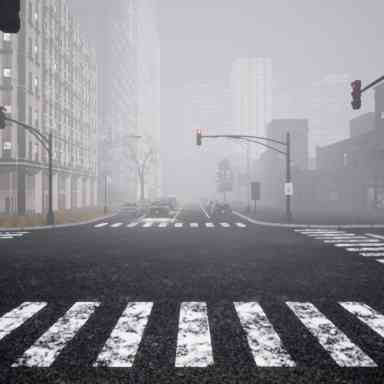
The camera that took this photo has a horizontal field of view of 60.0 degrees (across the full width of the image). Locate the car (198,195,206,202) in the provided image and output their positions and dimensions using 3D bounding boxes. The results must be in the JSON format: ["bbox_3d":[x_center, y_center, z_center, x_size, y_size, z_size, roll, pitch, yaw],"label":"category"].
[{"bbox_3d":[2.656,1.600,75.118,2.008,1.369,4.403,0,0,0],"label":"car"}]

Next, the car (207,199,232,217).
[{"bbox_3d":[2.677,1.554,30.791,1.887,1.381,4.507,0,0,0],"label":"car"}]

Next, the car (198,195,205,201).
[{"bbox_3d":[2.648,1.639,91.741,1.947,1.339,4.313,0,0,0],"label":"car"}]

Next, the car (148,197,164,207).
[{"bbox_3d":[-5.714,1.574,52.951,2.008,1.369,4.403,0,0,0],"label":"car"}]

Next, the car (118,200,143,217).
[{"bbox_3d":[-5.704,1.591,30.787,1.802,1.307,4.206,0,0,0],"label":"car"}]

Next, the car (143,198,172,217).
[{"bbox_3d":[-3.132,1.573,30.968,1.994,1.385,4.181,0,0,-2],"label":"car"}]

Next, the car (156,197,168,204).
[{"bbox_3d":[-5.720,1.600,64.033,1.947,1.339,4.313,0,0,0],"label":"car"}]

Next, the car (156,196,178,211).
[{"bbox_3d":[-3.116,1.579,40.931,1.994,1.385,4.181,0,0,0],"label":"car"}]

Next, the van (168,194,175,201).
[{"bbox_3d":[-5.733,1.414,91.737,1.690,1.788,3.998,0,0,0],"label":"van"}]

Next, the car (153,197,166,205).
[{"bbox_3d":[-5.717,1.594,58.491,1.947,1.339,4.313,0,0,0],"label":"car"}]

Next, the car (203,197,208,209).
[{"bbox_3d":[2.672,1.598,41.874,1.802,1.307,4.206,0,0,0],"label":"car"}]

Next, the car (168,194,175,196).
[{"bbox_3d":[-3.113,1.500,50.914,1.882,1.535,5.008,0,0,0],"label":"car"}]

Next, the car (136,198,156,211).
[{"bbox_3d":[-5.709,1.541,41.699,1.752,1.417,4.829,0,0,0],"label":"car"}]

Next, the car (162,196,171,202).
[{"bbox_3d":[-5.725,1.631,75.114,1.802,1.307,4.206,0,0,0],"label":"car"}]
